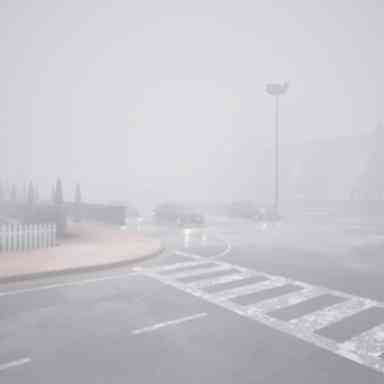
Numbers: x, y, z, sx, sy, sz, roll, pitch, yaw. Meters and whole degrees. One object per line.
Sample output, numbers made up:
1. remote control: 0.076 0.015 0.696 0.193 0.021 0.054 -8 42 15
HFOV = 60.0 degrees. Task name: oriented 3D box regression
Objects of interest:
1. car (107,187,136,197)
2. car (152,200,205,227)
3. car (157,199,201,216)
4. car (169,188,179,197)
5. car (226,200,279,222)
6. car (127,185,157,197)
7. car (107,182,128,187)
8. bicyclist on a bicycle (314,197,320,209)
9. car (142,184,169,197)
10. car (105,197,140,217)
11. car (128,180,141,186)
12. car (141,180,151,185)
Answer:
1. car: -10.546 0.636 48.144 2.097 1.767 4.553 0 4 -37
2. car: -1.064 1.585 23.982 1.837 1.490 4.892 0 0 -37
3. car: -1.518 1.614 36.155 2.033 1.411 5.357 0 1 -37
4. car: -4.506 -0.059 63.720 1.882 1.535 5.008 0 7 -37
5. car: 4.942 1.473 27.653 2.097 1.767 4.553 0 0 -37
6. car: -8.867 0.222 57.702 2.033 1.411 5.357 0 6 -37
7. car: -15.122 -1.138 66.039 1.882 1.535 5.008 0 7 -37
8. bicyclist on a bicycle: 17.741 1.553 47.144 1.656 1.620 0.582 0 0 -37
9. car: -6.896 -0.001 61.078 1.882 1.535 5.008 0 7 -37
10. car: -6.652 1.539 31.346 1.837 1.490 4.892 0 1 -37
11. car: -13.131 -1.303 69.385 1.882 1.535 5.008 0 7 -37
12. car: -10.805 -1.621 71.968 2.150 2.045 5.566 0 7 -37
